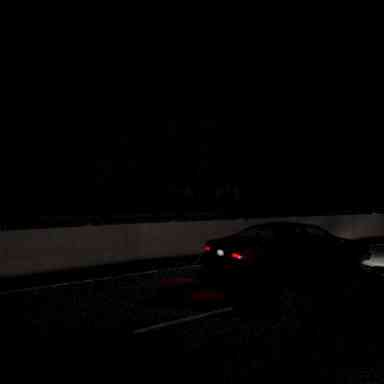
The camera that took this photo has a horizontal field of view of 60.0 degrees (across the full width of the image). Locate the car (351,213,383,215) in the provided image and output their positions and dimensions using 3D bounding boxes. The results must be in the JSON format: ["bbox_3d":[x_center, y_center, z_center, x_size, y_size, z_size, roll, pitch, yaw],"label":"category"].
[{"bbox_3d":[17.377,1.771,31.709,4.181,1.385,1.994,0,0,-18],"label":"car"}]

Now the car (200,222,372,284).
[{"bbox_3d":[2.866,1.591,9.637,5.357,1.411,2.033,1,0,-31],"label":"car"}]
